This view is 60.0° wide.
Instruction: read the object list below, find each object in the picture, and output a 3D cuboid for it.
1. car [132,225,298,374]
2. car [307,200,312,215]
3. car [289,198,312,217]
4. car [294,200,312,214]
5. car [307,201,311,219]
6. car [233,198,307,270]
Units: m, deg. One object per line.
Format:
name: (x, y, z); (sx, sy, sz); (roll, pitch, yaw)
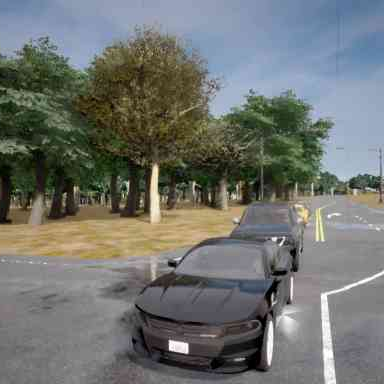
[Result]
car: (0.758, 1.612, 6.195); (1.882, 1.535, 5.008); (-1, -2, 21)
car: (9.368, 1.724, 29.477); (1.812, 1.442, 4.674); (-1, 0, 21)
car: (11.408, 1.562, 34.848); (2.097, 1.767, 4.553); (-1, 0, 21)
car: (13.416, 1.747, 40.053); (1.812, 1.442, 4.674); (-1, 0, 21)
car: (7.296, 1.663, 23.978); (1.882, 1.535, 5.008); (-1, 0, 21)
car: (2.893, 1.459, 12.330); (2.150, 2.045, 5.566); (-2, 0, 21)
